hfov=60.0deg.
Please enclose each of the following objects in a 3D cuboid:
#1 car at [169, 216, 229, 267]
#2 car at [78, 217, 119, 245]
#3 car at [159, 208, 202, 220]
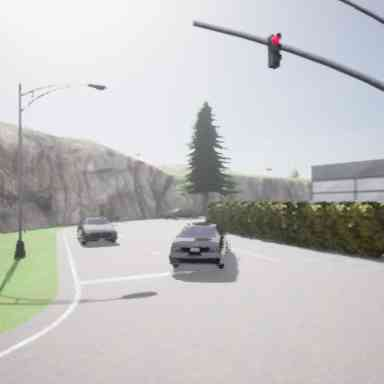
[{"bbox_3d":[0.399,1.893,12.737,2.033,1.411,5.357,-1,-2,7],"label":"car"},{"bbox_3d":[-5.709,2.177,19.694,2.033,1.411,5.357,0,-2,-23],"label":"car"},{"bbox_3d":[-1.332,2.686,41.374,5.357,1.411,2.033,0,-2,-32],"label":"car"}]
